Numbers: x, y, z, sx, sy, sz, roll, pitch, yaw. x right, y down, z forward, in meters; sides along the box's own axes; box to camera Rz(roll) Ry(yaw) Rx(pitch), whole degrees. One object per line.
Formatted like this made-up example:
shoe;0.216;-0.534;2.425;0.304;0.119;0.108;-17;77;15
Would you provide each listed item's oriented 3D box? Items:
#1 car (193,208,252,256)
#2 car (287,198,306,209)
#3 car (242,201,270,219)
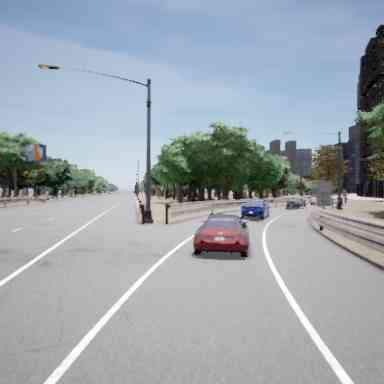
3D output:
car;1.291;1.576;13.372;1.994;1.385;4.181;0;0;10
car;14.685;1.600;46.759;1.812;1.442;4.674;0;0;33
car;5.665;1.529;29.343;1.882;1.535;5.008;0;0;21
